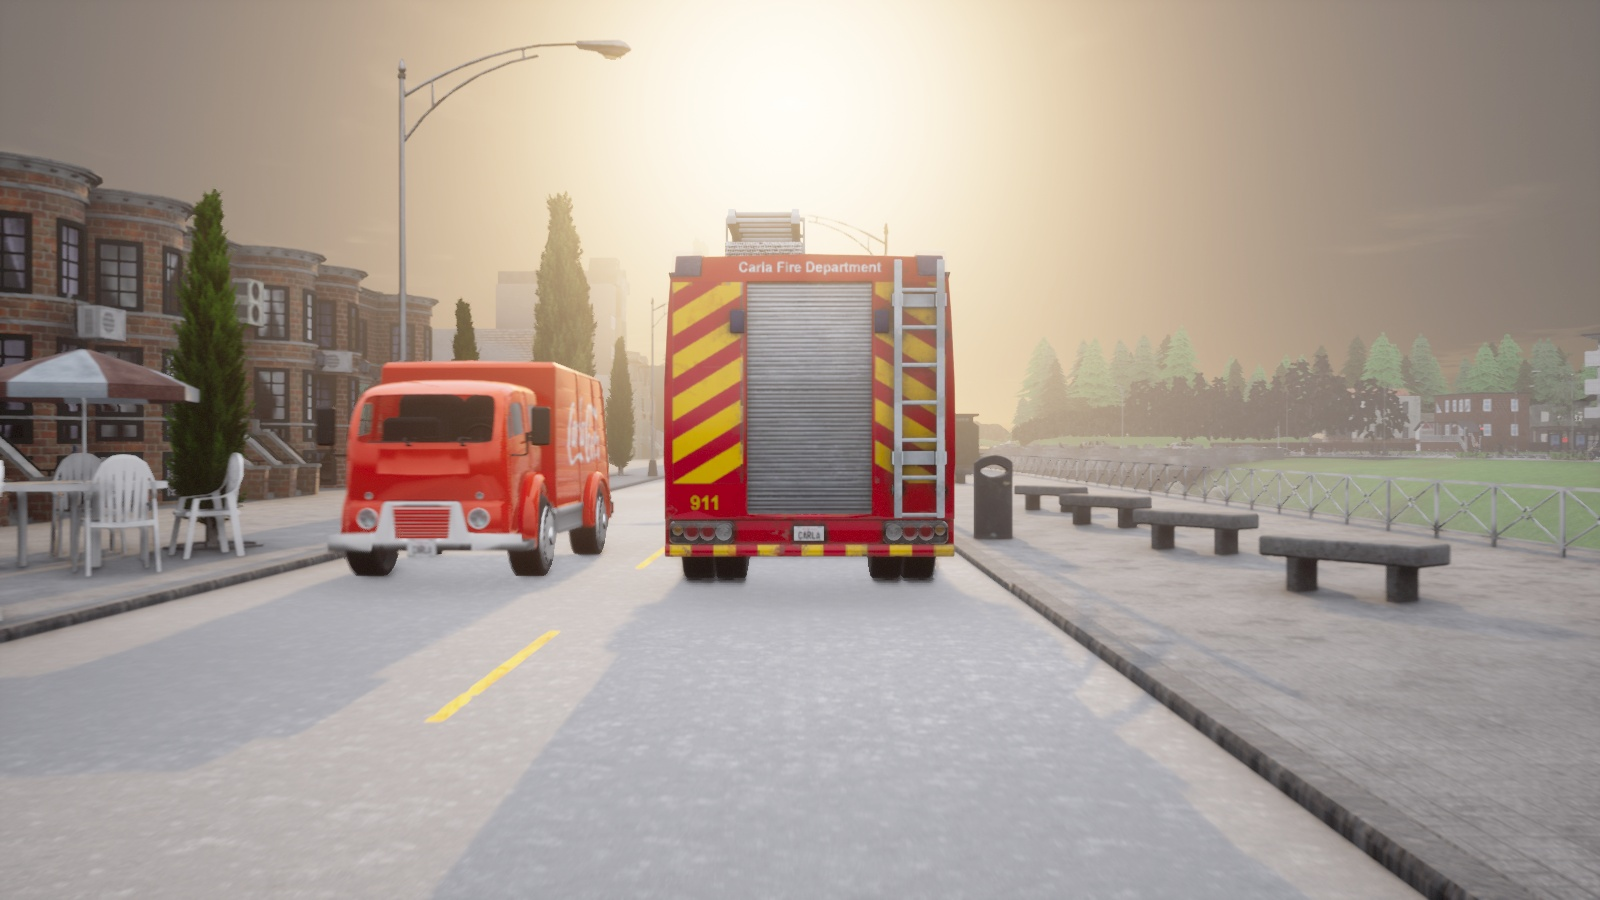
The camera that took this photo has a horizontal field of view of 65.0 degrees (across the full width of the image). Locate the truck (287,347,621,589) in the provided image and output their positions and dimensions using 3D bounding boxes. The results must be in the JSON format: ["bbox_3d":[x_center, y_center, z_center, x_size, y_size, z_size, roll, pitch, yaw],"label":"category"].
[{"bbox_3d":[-3.898,0.170,15.403,2.627,2.467,5.204,0,0,0],"label":"truck"}]

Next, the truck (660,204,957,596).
[{"bbox_3d":[0.108,-0.511,16.483,2.891,3.827,8.468,0,0,0],"label":"truck"}]
